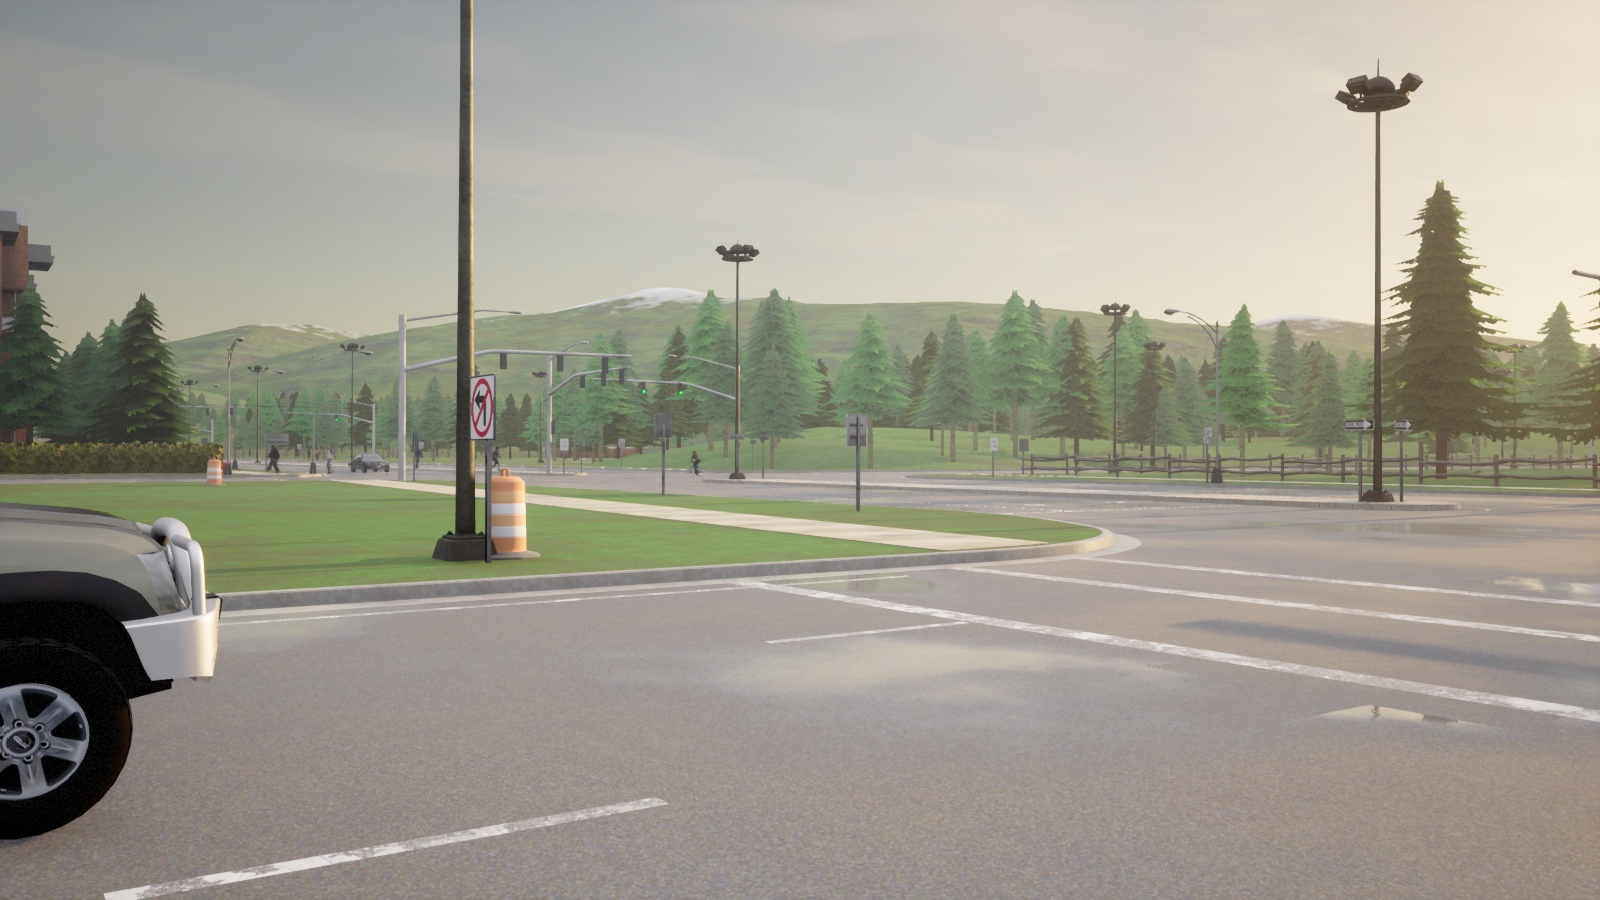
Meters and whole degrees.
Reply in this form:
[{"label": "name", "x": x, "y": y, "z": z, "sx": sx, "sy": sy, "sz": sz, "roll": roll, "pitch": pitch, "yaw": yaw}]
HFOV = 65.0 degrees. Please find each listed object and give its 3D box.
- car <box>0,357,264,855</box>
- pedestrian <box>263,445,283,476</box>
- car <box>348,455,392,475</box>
[{"label": "car", "x": -4.662, "y": 0.583, "z": 4.678, "sx": 4.605, "sy": 1.855, "sz": 1.932, "roll": 0, "pitch": 0, "yaw": -35}, {"label": "pedestrian", "x": -32.385, "y": 0.641, "z": 77.158, "sx": 0.634, "sy": 1.844, "sz": 0.899, "roll": 0, "pitch": 0, "yaw": 37}, {"label": "car", "x": -31.644, "y": 1.063, "z": 92.293, "sx": 1.812, "sy": 1.442, "sz": 4.674, "roll": 0, "pitch": 0, "yaw": -35}]
